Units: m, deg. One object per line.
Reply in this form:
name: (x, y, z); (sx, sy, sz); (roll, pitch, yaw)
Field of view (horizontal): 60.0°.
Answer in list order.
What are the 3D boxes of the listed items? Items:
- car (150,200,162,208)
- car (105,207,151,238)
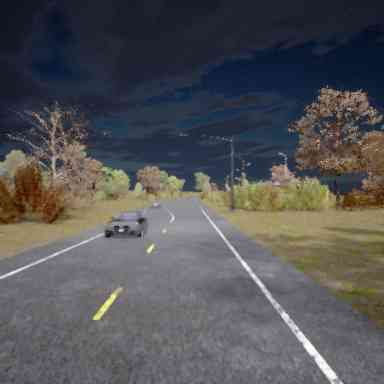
car: (-6.633, 2.207, 60.941); (2.128, 1.511, 4.902); (0, -1, -5)
car: (-3.650, 1.806, 19.177); (1.994, 1.385, 4.181); (0, -1, 0)
